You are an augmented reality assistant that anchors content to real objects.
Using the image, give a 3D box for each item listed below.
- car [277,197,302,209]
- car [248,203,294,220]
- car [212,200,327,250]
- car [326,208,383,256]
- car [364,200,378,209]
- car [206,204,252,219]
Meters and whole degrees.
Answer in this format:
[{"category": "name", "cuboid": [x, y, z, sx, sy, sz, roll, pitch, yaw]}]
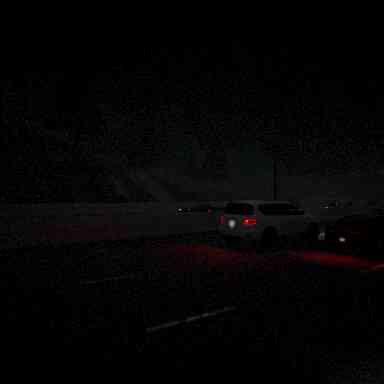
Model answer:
[{"category": "car", "cuboid": [17.214, 1.948, 58.733, 2.150, 2.045, 5.566, 0, -1, 40]}, {"category": "car", "cuboid": [8.093, 1.891, 33.720, 4.902, 1.511, 2.128, 1, -1, -41]}, {"category": "car", "cuboid": [3.760, 1.408, 15.628, 5.566, 2.045, 2.150, 1, 0, -39]}, {"category": "car", "cuboid": [7.667, 1.688, 14.307, 5.008, 1.535, 1.882, 1, 0, -39]}, {"category": "car", "cuboid": [35.277, 2.406, 65.335, 1.882, 1.535, 5.008, 0, -1, 34]}, {"category": "car", "cuboid": [3.795, 1.958, 33.684, 4.718, 1.301, 1.895, 1, -1, -41]}]
